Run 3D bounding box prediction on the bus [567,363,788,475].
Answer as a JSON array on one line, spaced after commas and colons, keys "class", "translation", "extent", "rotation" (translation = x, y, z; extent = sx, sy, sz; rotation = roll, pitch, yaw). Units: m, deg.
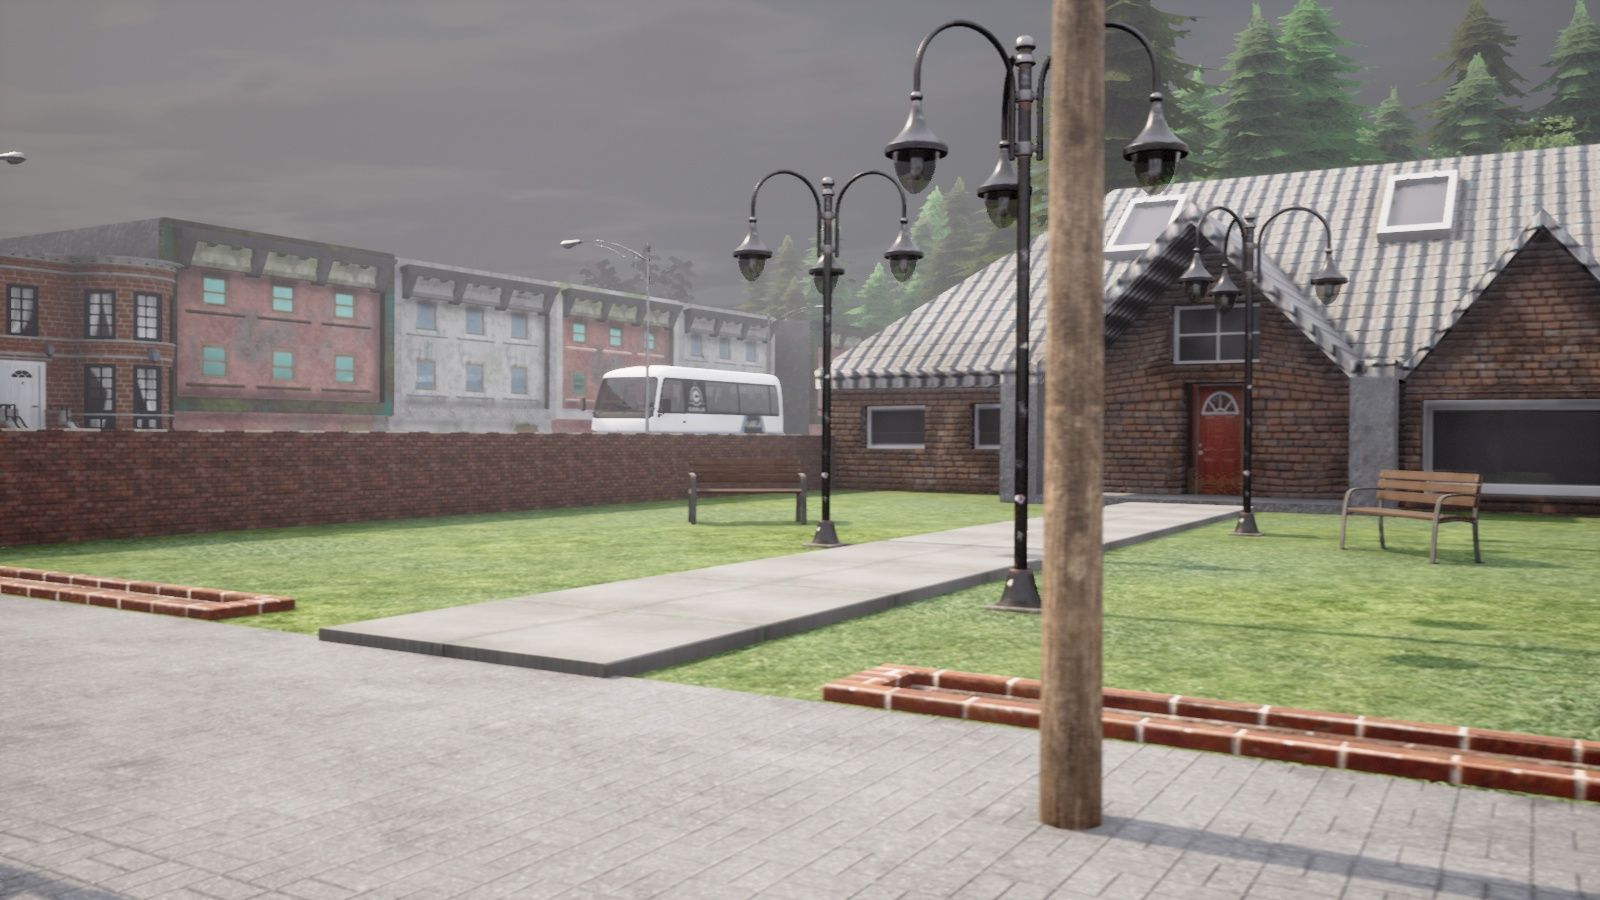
[{"class": "bus", "translation": [-4.884, -1.254, 53.047], "extent": [3.944, 4.253, 10.273], "rotation": [0, 1, 31]}]
